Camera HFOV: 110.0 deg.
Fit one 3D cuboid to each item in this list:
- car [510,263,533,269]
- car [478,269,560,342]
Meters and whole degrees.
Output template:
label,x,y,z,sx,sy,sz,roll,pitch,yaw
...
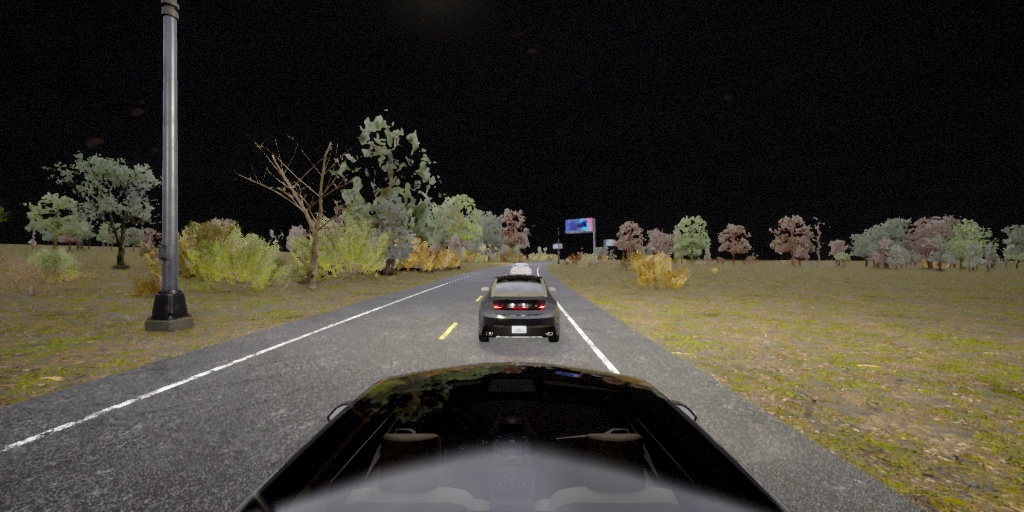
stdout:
label,x,y,z,sx,sy,sz,roll,pitch,yaw
car,0.776,1.295,30.293,1.812,1.442,4.674,0,0,3
car,0.182,1.258,9.749,1.837,1.490,4.892,0,0,1
